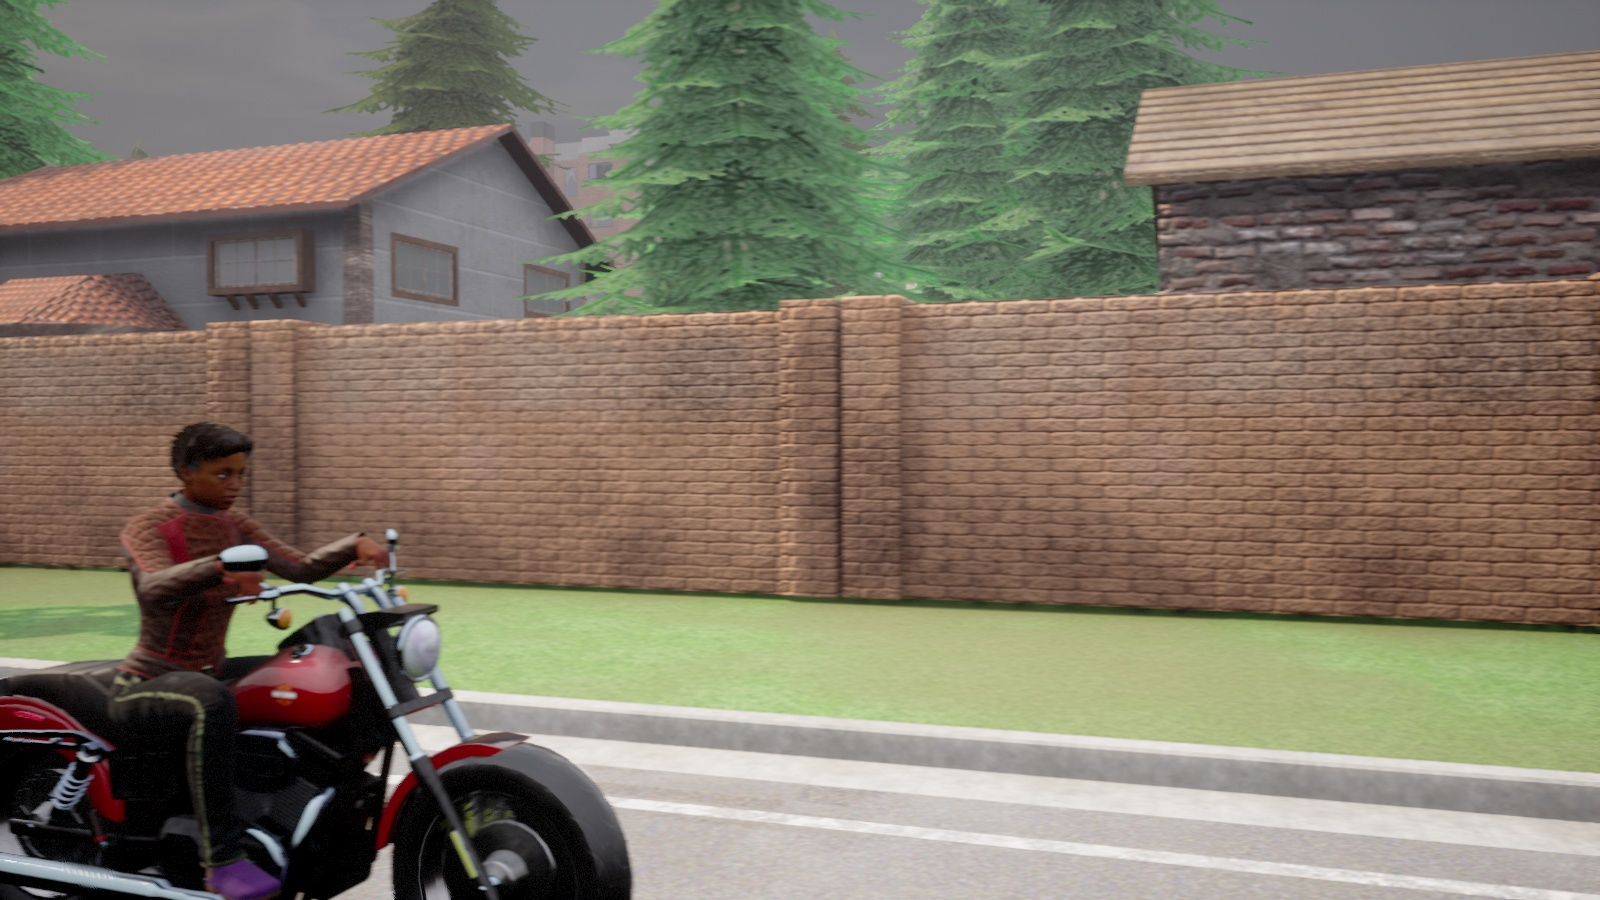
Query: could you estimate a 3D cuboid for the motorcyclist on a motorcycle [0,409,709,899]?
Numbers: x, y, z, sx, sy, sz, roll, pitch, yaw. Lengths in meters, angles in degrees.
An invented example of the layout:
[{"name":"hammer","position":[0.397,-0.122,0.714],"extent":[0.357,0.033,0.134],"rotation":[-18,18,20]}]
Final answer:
[{"name":"motorcyclist on a motorcycle","position":[-1.507,0.712,3.698],"extent":[2.350,1.649,0.766],"rotation":[1,1,19]}]
